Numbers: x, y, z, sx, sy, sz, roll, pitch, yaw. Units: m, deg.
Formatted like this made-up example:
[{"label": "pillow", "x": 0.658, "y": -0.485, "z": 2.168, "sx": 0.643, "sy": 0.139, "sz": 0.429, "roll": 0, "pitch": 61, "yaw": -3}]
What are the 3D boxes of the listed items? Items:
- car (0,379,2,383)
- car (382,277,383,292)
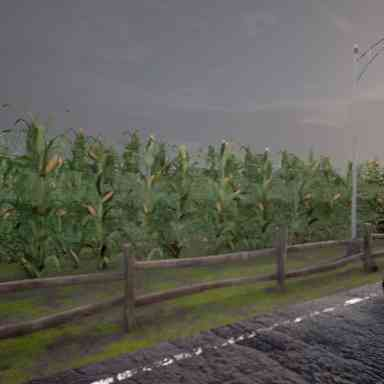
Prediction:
[{"label": "car", "x": -3.086, "y": 1.566, "z": 0.851, "sx": 4.718, "sy": 1.301, "sz": 1.895, "roll": 1, "pitch": 0, "yaw": -36}, {"label": "car", "x": 6.034, "y": 1.587, "z": 7.220, "sx": 4.674, "sy": 1.442, "sz": 1.812, "roll": 1, "pitch": 0, "yaw": -35}]
